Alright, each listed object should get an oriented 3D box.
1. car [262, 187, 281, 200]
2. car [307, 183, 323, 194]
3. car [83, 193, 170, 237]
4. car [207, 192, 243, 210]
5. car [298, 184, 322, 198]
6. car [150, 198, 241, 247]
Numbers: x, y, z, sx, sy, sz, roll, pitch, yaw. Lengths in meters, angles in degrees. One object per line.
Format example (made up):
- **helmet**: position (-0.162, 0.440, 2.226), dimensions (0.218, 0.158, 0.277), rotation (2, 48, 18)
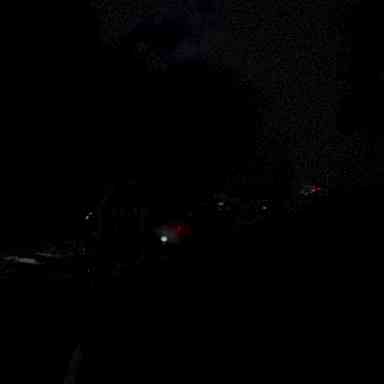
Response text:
- **car**: position (9.427, 0.081, 37.622), dimensions (2.033, 1.411, 5.357), rotation (0, 2, 27)
- **car**: position (18.375, -0.517, 49.598), dimensions (2.033, 1.411, 5.357), rotation (0, 2, 23)
- **car**: position (-2.528, 0.890, 14.483), dimensions (2.097, 1.767, 4.553), rotation (0, 2, 28)
- **car**: position (2.066, 0.725, 23.299), dimensions (1.994, 1.385, 4.181), rotation (0, 2, 28)
- **car**: position (14.156, -0.119, 40.189), dimensions (1.812, 1.442, 4.674), rotation (0, 2, 26)
- **car**: position (0.096, 1.147, 12.776), dimensions (1.895, 1.301, 4.718), rotation (0, 2, 27)
